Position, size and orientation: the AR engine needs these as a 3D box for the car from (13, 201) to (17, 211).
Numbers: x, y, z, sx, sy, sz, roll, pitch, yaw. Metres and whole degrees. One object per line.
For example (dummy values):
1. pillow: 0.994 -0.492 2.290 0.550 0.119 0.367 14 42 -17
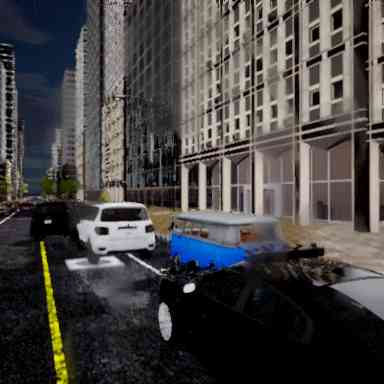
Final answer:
1. car: -28.743 2.475 51.636 1.802 1.307 4.206 -1 -1 -25

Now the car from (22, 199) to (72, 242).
1. car: -6.859 1.521 18.390 2.150 2.045 5.566 -1 0 -2

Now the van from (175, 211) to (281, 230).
1. van: 0.712 1.466 8.995 1.690 1.788 3.998 -1 -1 -25

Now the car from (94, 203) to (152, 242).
1. car: -4.152 1.613 19.268 2.192 1.841 5.009 -1 -1 -25

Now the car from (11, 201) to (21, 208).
1. car: -40.901 2.887 77.319 1.947 1.339 4.313 -1 -1 -25

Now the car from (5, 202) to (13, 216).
1. car: -23.880 2.271 41.363 2.008 1.369 4.403 -1 -1 -25

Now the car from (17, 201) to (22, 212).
1. car: -26.703 2.435 53.635 1.812 1.442 4.674 0 -1 -25

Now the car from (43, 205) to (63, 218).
1. car: -16.146 2.200 38.398 1.994 1.385 4.181 0 -1 -25

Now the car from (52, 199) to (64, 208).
1. car: -28.466 2.474 70.634 2.192 1.841 5.009 -1 -1 -25

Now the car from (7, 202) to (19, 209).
1. car: -35.965 2.673 66.893 1.752 1.417 4.829 -1 -1 -25

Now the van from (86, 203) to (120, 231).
1. van: -6.582 1.725 24.404 1.690 1.788 3.998 -1 -1 -25

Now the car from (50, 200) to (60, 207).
1. car: -33.327 2.770 80.906 1.967 1.590 4.097 -1 -1 -25

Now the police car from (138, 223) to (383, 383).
1. police car: 1.046 1.479 4.125 1.930 1.638 5.238 0 -1 -25

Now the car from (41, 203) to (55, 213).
1. car: -21.542 2.352 49.740 1.812 1.442 4.674 0 -1 -25

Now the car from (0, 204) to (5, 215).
1. car: -19.017 2.099 31.090 2.008 1.369 4.403 -1 -1 -25

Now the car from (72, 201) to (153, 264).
1. car: -3.199 1.429 13.094 2.150 2.045 5.566 0 -1 -25

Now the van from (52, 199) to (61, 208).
1. van: -30.897 2.585 75.770 1.690 1.788 3.998 -1 -1 -25

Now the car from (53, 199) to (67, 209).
1. car: -26.035 2.388 65.497 2.192 1.841 5.009 -1 -1 -25

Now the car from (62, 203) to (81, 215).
1. car: -16.305 2.280 44.948 2.008 1.369 4.403 -1 -1 -25
